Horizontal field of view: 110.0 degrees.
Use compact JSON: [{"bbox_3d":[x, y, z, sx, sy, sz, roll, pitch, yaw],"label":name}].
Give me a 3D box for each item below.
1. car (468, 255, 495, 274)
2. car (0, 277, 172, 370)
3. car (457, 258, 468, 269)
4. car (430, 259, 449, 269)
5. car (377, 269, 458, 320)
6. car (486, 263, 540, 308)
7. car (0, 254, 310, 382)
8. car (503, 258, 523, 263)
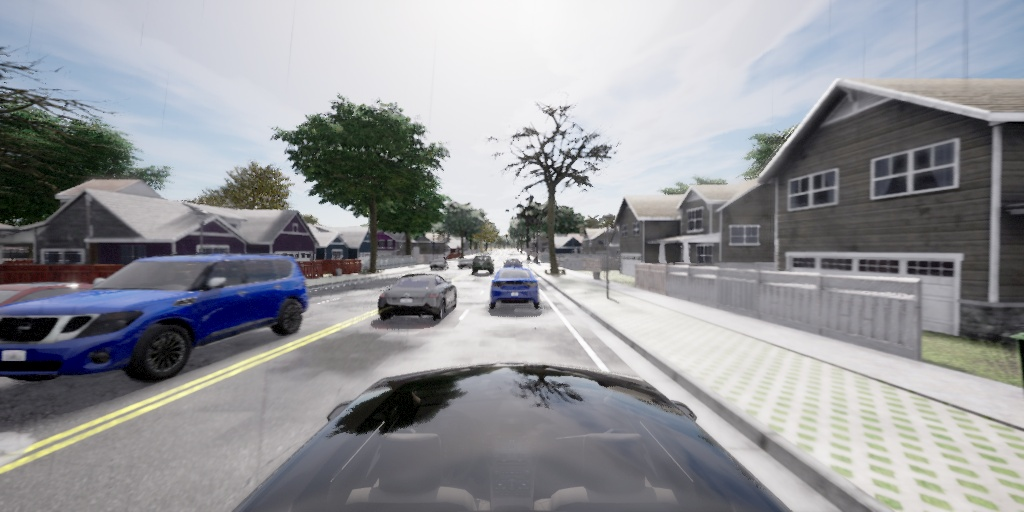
[{"bbox_3d":[-3.147,0.904,39.622,2.150,2.045,5.566,0,0,0],"label":"car"},{"bbox_3d":[-9.850,1.273,7.098,1.812,1.442,4.674,0,0,0],"label":"car"},{"bbox_3d":[-6.561,1.089,50.792,1.837,1.490,4.892,0,0,0],"label":"car"},{"bbox_3d":[-9.822,1.113,48.559,1.837,1.490,4.892,0,0,0],"label":"car"},{"bbox_3d":[-3.148,1.310,12.698,1.994,1.385,4.181,0,0,0],"label":"car"},{"bbox_3d":[0.101,1.224,15.350,1.882,1.535,5.008,0,0,0],"label":"car"},{"bbox_3d":[-6.599,0.969,7.515,2.150,2.045,5.566,0,0,0],"label":"car"},{"bbox_3d":[0.103,1.039,39.146,2.097,1.767,4.553,0,0,0],"label":"car"}]
